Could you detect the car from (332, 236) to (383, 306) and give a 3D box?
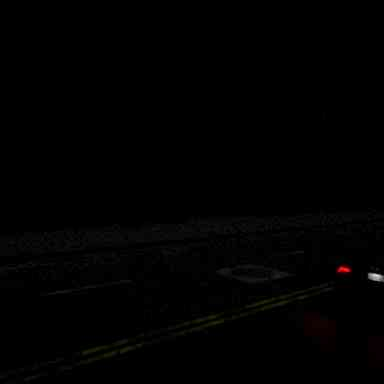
[{"bbox_3d":[5.275,1.536,7.270,5.357,1.411,2.033,0,0,-35],"label":"car"}]
